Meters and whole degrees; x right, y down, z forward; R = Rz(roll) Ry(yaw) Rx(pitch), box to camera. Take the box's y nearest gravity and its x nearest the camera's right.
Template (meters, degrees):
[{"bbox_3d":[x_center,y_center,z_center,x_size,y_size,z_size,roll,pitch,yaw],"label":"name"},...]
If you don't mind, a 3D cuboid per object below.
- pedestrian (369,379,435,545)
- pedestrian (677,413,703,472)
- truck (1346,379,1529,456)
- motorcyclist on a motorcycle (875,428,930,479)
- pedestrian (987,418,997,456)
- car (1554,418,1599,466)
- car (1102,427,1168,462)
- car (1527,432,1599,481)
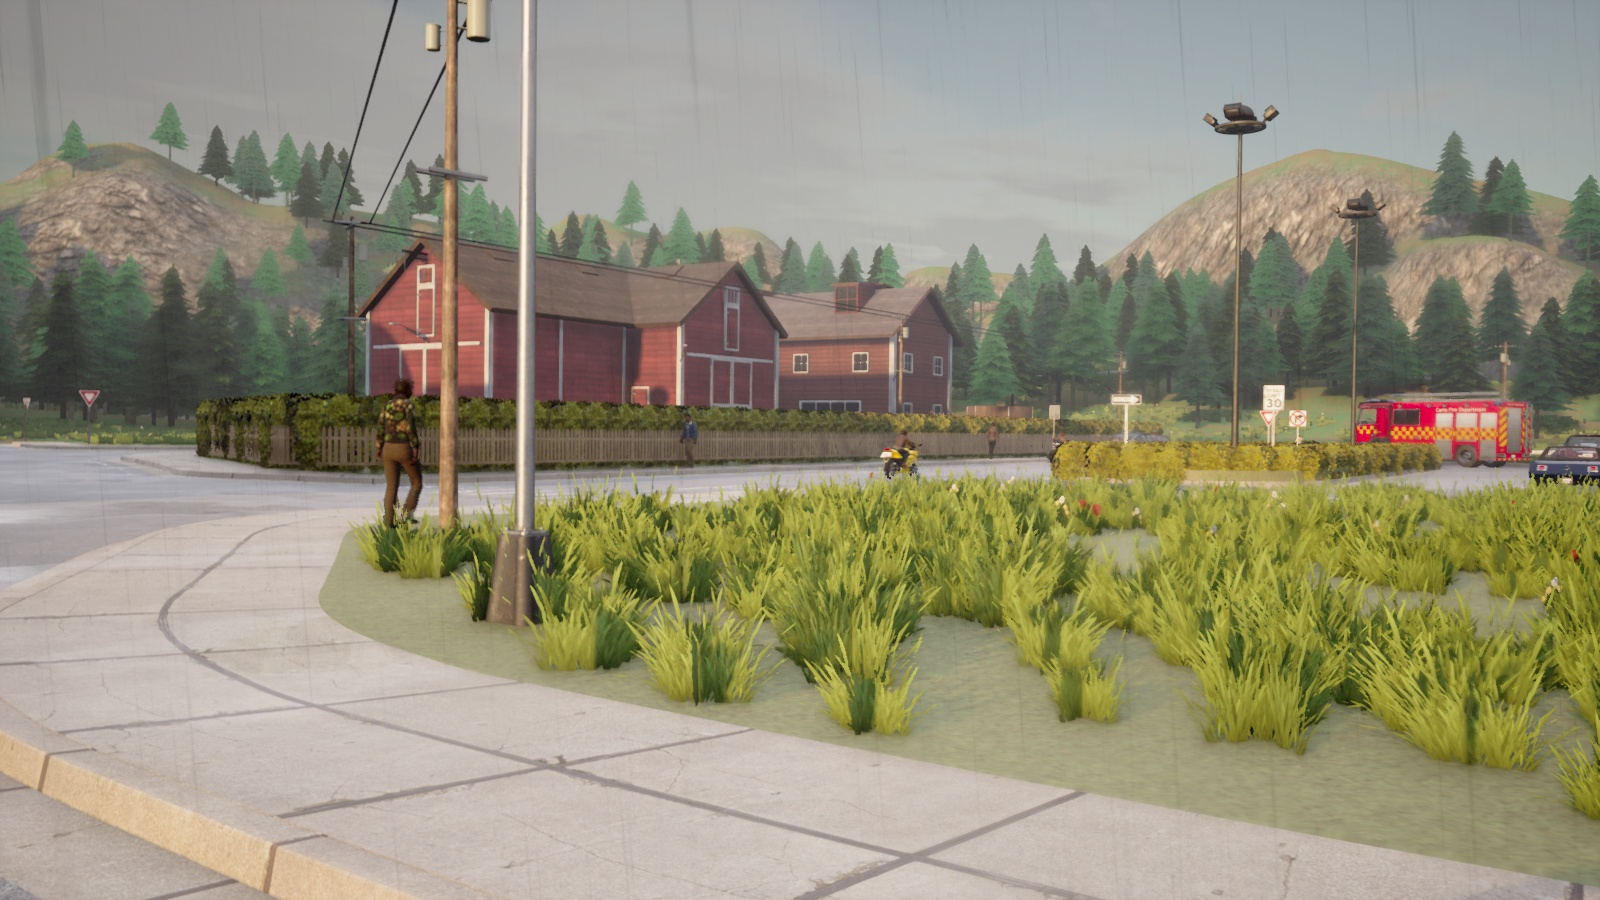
[{"bbox_3d":[-4.744,0.134,14.988,0.395,1.930,0.692,0,1,20],"label":"pedestrian"},{"bbox_3d":[-3.649,-0.247,41.693,0.423,1.949,0.788,0,1,40],"label":"pedestrian"},{"bbox_3d":[33.561,-1.675,66.541,2.891,3.827,8.468,-1,1,-30],"label":"truck"},{"bbox_3d":[3.168,0.087,38.715,0.797,1.523,2.044,0,1,34],"label":"motorcyclist on a motorcycle"},{"bbox_3d":[9.327,-0.628,61.050,0.328,1.805,0.869,0,1,20],"label":"pedestrian"},{"bbox_3d":[30.133,-0.339,47.965,2.097,1.767,4.553,0,1,33],"label":"car"},{"bbox_3d":[15.158,-0.269,56.661,1.789,1.549,3.705,0,1,34],"label":"car"},{"bbox_3d":[22.357,0.133,36.171,1.895,1.301,4.718,0,1,37],"label":"car"}]
